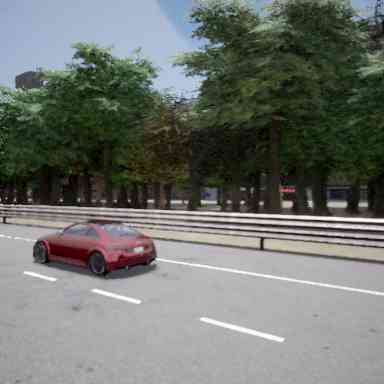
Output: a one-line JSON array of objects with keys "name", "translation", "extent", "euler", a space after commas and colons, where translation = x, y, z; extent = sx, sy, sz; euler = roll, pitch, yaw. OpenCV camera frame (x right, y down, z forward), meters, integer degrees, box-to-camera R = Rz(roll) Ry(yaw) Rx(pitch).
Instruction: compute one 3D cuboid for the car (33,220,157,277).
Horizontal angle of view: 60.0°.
[{"name": "car", "translation": [-3.106, 1.577, 10.390], "extent": [4.181, 1.385, 1.994], "euler": [0, 0, 36]}]
